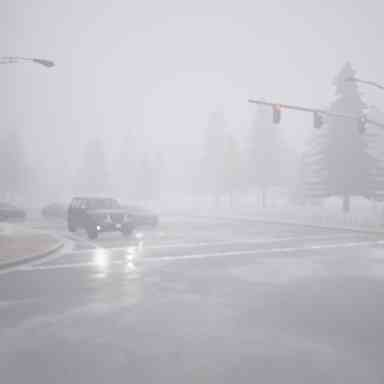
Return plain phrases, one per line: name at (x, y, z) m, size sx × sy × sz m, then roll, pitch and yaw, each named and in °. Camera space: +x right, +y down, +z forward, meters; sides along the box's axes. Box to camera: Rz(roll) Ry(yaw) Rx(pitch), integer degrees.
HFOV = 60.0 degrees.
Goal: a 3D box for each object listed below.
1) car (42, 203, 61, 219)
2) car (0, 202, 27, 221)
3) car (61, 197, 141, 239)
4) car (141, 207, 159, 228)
car at (-11.078, 1.647, 28.685) m, size 4.674 × 1.442 × 1.812 m, roll 0°, pitch -1°, yaw 34°
car at (-15.937, 1.562, 27.699) m, size 5.008 × 1.535 × 1.882 m, roll 1°, pitch 0°, yaw 28°
car at (-5.215, 1.297, 18.435) m, size 2.150 × 2.045 × 5.566 m, roll 1°, pitch -1°, yaw -36°
car at (-4.248, 1.592, 22.696) m, size 1.882 × 1.535 × 5.008 m, roll 1°, pitch -1°, yaw -44°
